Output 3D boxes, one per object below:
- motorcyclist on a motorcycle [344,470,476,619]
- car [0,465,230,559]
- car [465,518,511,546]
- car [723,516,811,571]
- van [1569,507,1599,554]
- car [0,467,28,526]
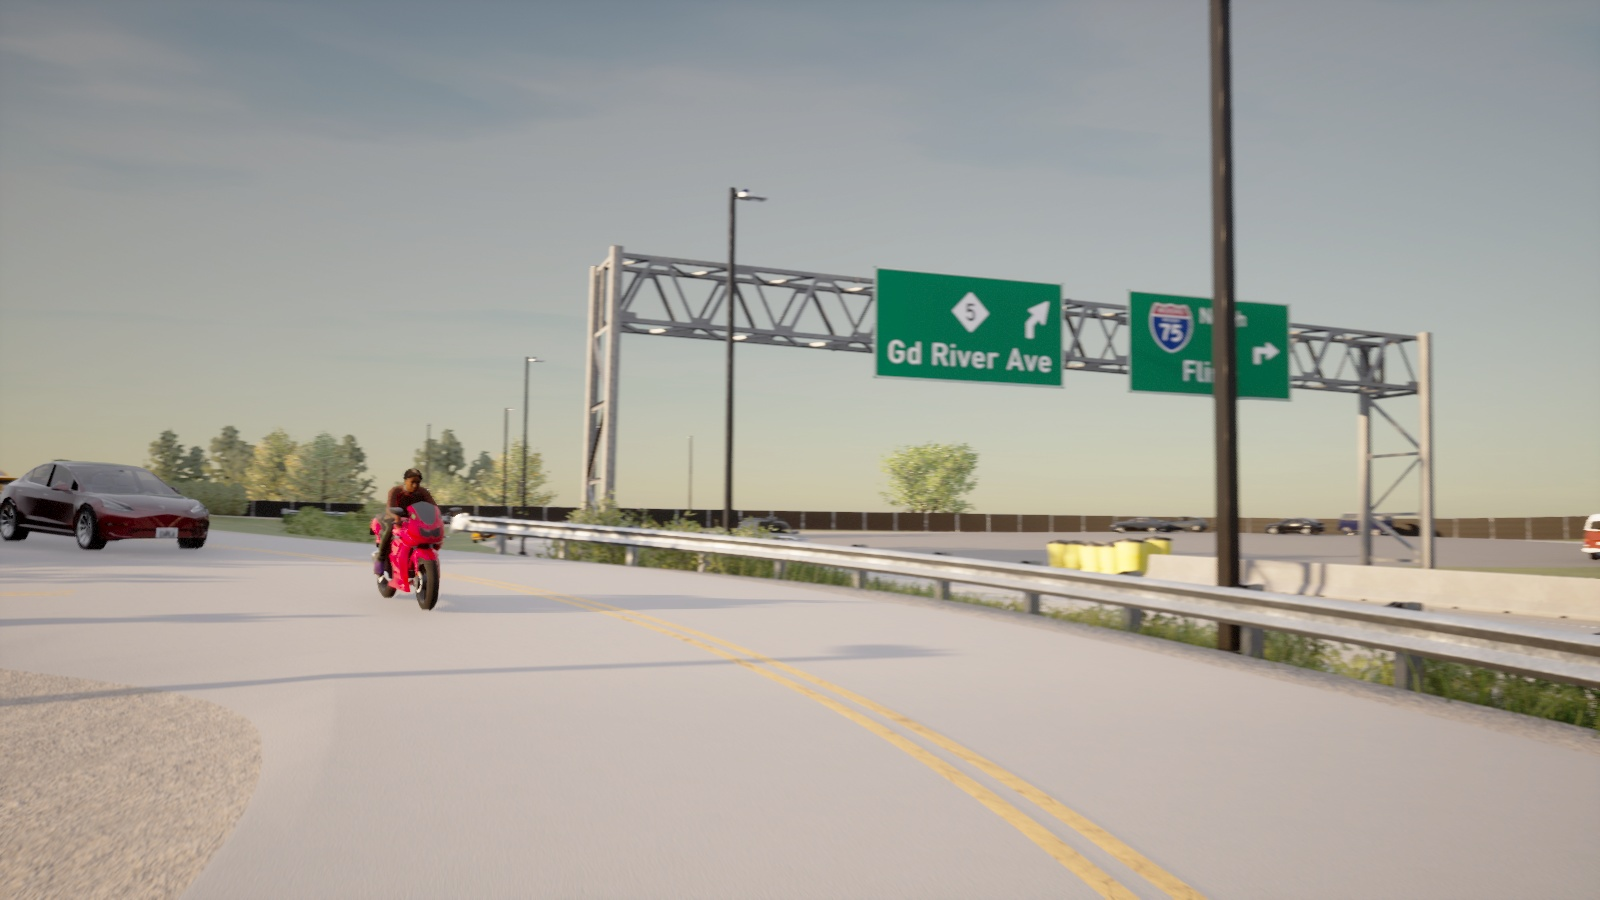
[{"bbox_3d":[-4.368,0.994,13.970,0.797,1.523,2.044,2,-1,-35],"label":"motorcyclist on a motorcycle"},{"bbox_3d":[-12.560,1.059,22.483,4.792,1.488,2.163,0,-3,37],"label":"car"},{"bbox_3d":[-19.329,5.073,77.994,1.882,1.535,5.008,-5,-3,-5],"label":"car"},{"bbox_3d":[-1.266,3.372,45.970,1.932,1.855,4.605,2,-3,-18],"label":"car"},{"bbox_3d":[36.386,3.555,55.668,4.480,2.038,2.069,1,-3,-31],"label":"van"},{"bbox_3d":[-23.264,1.202,34.215,5.008,1.535,1.882,0,-2,35],"label":"car"}]
